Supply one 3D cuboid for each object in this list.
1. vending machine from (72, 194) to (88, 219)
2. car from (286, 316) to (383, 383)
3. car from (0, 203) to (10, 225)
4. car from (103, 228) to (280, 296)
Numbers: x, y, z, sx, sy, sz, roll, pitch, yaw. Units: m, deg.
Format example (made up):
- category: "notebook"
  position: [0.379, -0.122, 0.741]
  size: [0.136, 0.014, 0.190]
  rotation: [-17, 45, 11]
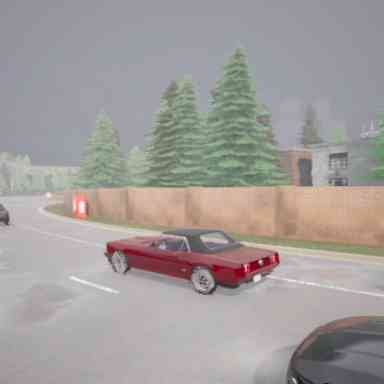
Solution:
- category: "vending machine"
  position: [-9.778, 1.243, 28.937]
  size: [1.100, 2.100, 0.880]
  rotation: [0, 0, -36]
- category: "car"
  position: [3.041, 1.520, 1.963]
  size: [4.892, 1.490, 1.837]
  rotation: [0, 0, 35]
- category: "car"
  position: [-14.157, 1.513, 23.371]
  size: [2.128, 1.511, 4.902]
  rotation: [0, 0, -38]
- category: "car"
  position: [-0.251, 1.624, 8.815]
  size: [4.718, 1.301, 1.895]
  rotation: [0, 0, 39]
